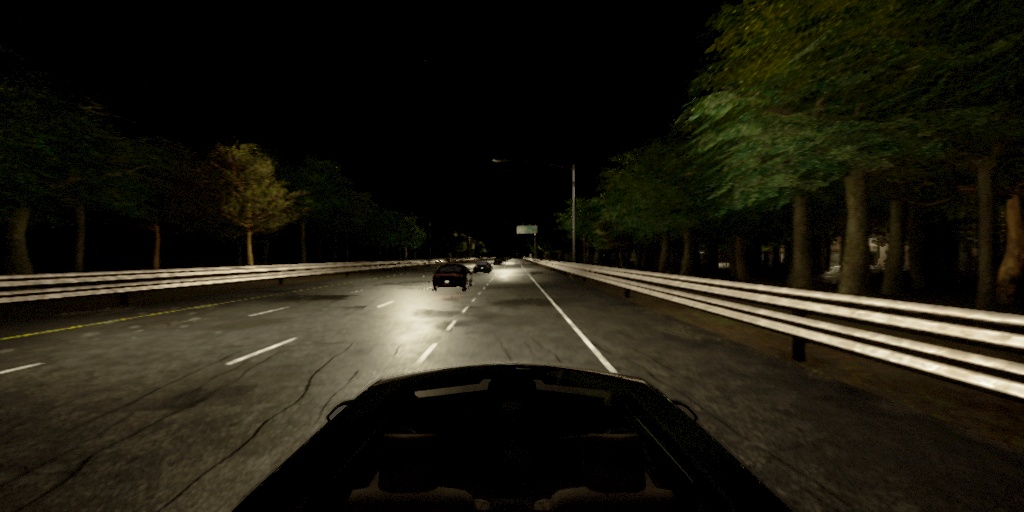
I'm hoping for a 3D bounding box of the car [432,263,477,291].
[{"bbox_3d":[-3.486,1.231,21.711,1.882,1.535,5.008,0,0,0],"label":"car"}]

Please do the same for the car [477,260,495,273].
[{"bbox_3d":[-3.422,1.334,42.852,1.994,1.385,4.181,0,0,0],"label":"car"}]
